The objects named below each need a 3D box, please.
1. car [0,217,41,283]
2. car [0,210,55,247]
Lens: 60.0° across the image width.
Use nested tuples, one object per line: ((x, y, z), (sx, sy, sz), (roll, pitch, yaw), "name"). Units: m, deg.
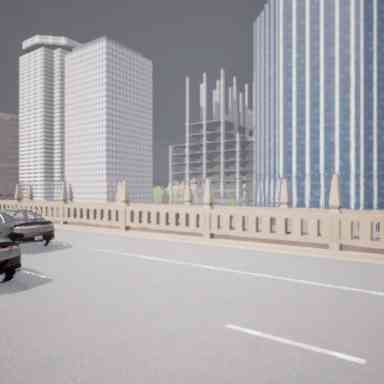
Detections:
((-6.268, 1.491, 8.465), (4.902, 1.511, 2.128), (0, 0, 36), "car")
((-7.676, 1.491, 13.769), (4.902, 1.511, 2.128), (0, 0, 36), "car")
